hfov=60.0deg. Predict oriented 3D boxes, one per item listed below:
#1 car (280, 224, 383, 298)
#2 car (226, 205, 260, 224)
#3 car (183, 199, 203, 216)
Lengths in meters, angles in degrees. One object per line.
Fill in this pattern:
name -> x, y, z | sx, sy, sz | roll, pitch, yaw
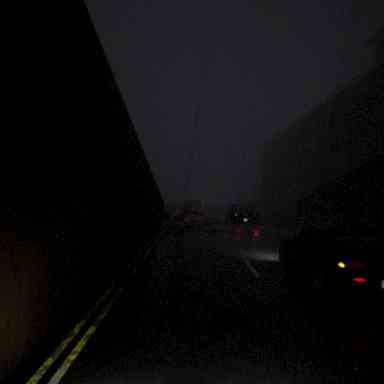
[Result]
car -> 3.600, 1.522, 8.368 | 1.812, 1.442, 4.674 | 0, 0, 0
car -> 3.596, 1.590, 24.472 | 1.895, 1.301, 4.718 | 0, 0, 0
car -> 0.095, 1.463, 32.789 | 1.882, 1.535, 5.008 | 0, 0, 0
